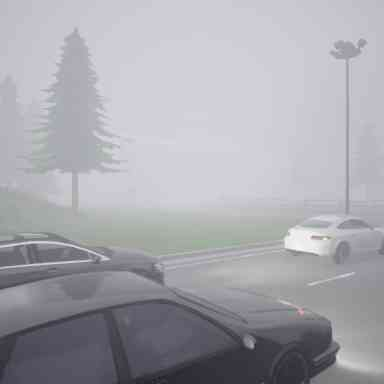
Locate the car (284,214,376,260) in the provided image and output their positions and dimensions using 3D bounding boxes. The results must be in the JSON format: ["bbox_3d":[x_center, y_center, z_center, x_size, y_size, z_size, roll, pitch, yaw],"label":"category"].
[{"bbox_3d":[5.237,1.525,11.810,4.674,1.442,1.812,0,0,-35],"label":"car"}]

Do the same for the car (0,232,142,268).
[{"bbox_3d":[-2.781,1.492,6.061,4.902,1.511,2.128,0,0,-36],"label":"car"}]

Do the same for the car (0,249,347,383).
[{"bbox_3d":[-0.860,1.548,3.132,5.357,1.411,2.033,0,0,-35],"label":"car"}]

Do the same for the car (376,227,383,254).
[{"bbox_3d":[6.983,1.564,8.762,4.181,1.385,1.994,0,0,-35],"label":"car"}]
